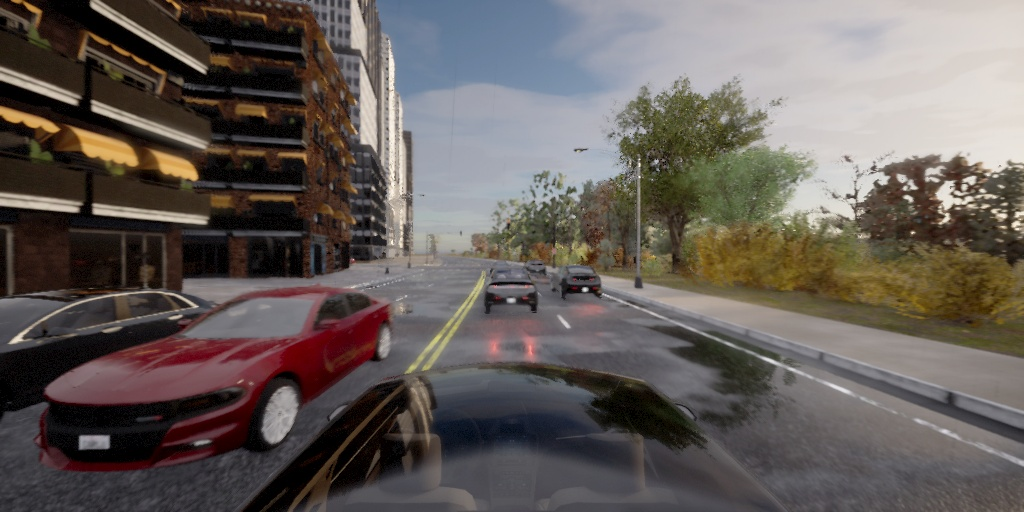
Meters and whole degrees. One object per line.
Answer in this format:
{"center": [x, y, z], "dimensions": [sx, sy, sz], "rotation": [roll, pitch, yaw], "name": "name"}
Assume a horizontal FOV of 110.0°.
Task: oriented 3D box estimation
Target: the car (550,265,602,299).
{"center": [3.059, 1.194, 17.761], "dimensions": [1.837, 1.490, 4.892], "rotation": [0, 0, -2], "name": "car"}

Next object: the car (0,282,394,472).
{"center": [-3.339, 1.223, 5.362], "dimensions": [1.882, 1.535, 5.008], "rotation": [0, 0, 0], "name": "car"}

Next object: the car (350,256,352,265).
{"center": [-24.830, 0.829, 48.758], "dimensions": [4.829, 1.417, 1.751], "rotation": [0, 0, -13], "name": "car"}

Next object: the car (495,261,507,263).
{"center": [-1.105, 1.195, 35.545], "dimensions": [1.994, 1.385, 4.181], "rotation": [0, 0, -4], "name": "car"}

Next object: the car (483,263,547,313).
{"center": [-0.073, 1.201, 13.807], "dimensions": [2.128, 1.511, 4.902], "rotation": [0, 0, -1], "name": "car"}

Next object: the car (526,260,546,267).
{"center": [2.183, 1.116, 35.116], "dimensions": [2.128, 1.511, 4.902], "rotation": [0, 0, -4], "name": "car"}

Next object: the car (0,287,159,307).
{"center": [-6.590, 1.259, 5.182], "dimensions": [1.837, 1.490, 4.892], "rotation": [0, 0, 0], "name": "car"}

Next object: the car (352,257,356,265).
{"center": [-27.165, 0.670, 56.992], "dimensions": [4.097, 1.591, 1.967], "rotation": [0, 0, -13], "name": "car"}
